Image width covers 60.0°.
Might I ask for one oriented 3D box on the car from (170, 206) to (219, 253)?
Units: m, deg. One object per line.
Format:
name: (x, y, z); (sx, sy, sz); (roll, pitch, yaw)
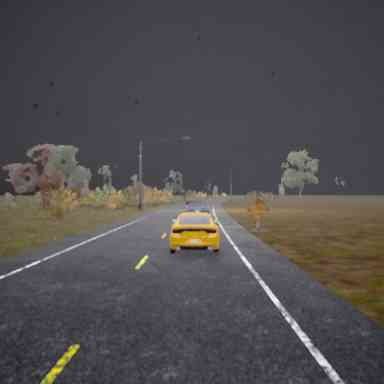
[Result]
car: (0.130, 1.613, 14.409); (1.882, 1.535, 5.008); (0, 0, 1)

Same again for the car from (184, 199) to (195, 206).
car: (-0.460, 2.244, 71.991); (1.895, 1.301, 4.718); (0, 0, 5)

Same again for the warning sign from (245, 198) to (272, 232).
warning sign: (3.764, 1.293, 18.962); (1.300, 1.860, 1.060); (0, 0, 1)

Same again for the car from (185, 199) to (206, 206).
car: (0.499, 1.619, 28.994); (2.097, 1.767, 4.553); (0, -1, 2)
